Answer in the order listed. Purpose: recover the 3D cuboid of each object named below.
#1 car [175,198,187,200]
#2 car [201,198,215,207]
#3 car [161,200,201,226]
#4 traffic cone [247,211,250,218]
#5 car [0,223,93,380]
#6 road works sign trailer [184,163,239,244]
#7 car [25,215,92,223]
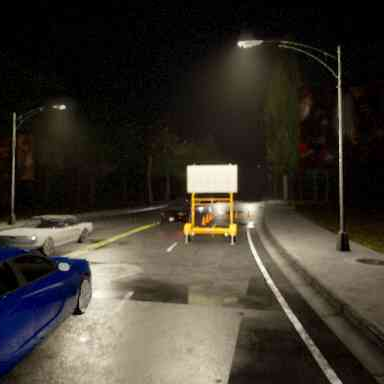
[{"bbox_3d":[-1.684,1.562,49.634,1.812,1.442,4.674,0,0,13],"label":"car"},{"bbox_3d":[2.474,1.614,53.104,1.895,1.301,4.718,0,0,13],"label":"car"},{"bbox_3d":[-0.844,1.519,22.834,1.812,1.442,4.674,0,0,10],"label":"car"},{"bbox_3d":[4.805,1.907,28.259,0.340,0.580,0.340,0,0,10],"label":"traffic cone"},{"bbox_3d":[-2.935,1.483,4.521,1.882,1.535,5.008,0,0,2],"label":"car"},{"bbox_3d":[0.971,0.452,15.727,2.380,3.560,2.880,0,0,10],"label":"road works sign trailer"},{"bbox_3d":[-5.761,1.616,13.295,1.895,1.301,4.718,0,0,6],"label":"car"}]
